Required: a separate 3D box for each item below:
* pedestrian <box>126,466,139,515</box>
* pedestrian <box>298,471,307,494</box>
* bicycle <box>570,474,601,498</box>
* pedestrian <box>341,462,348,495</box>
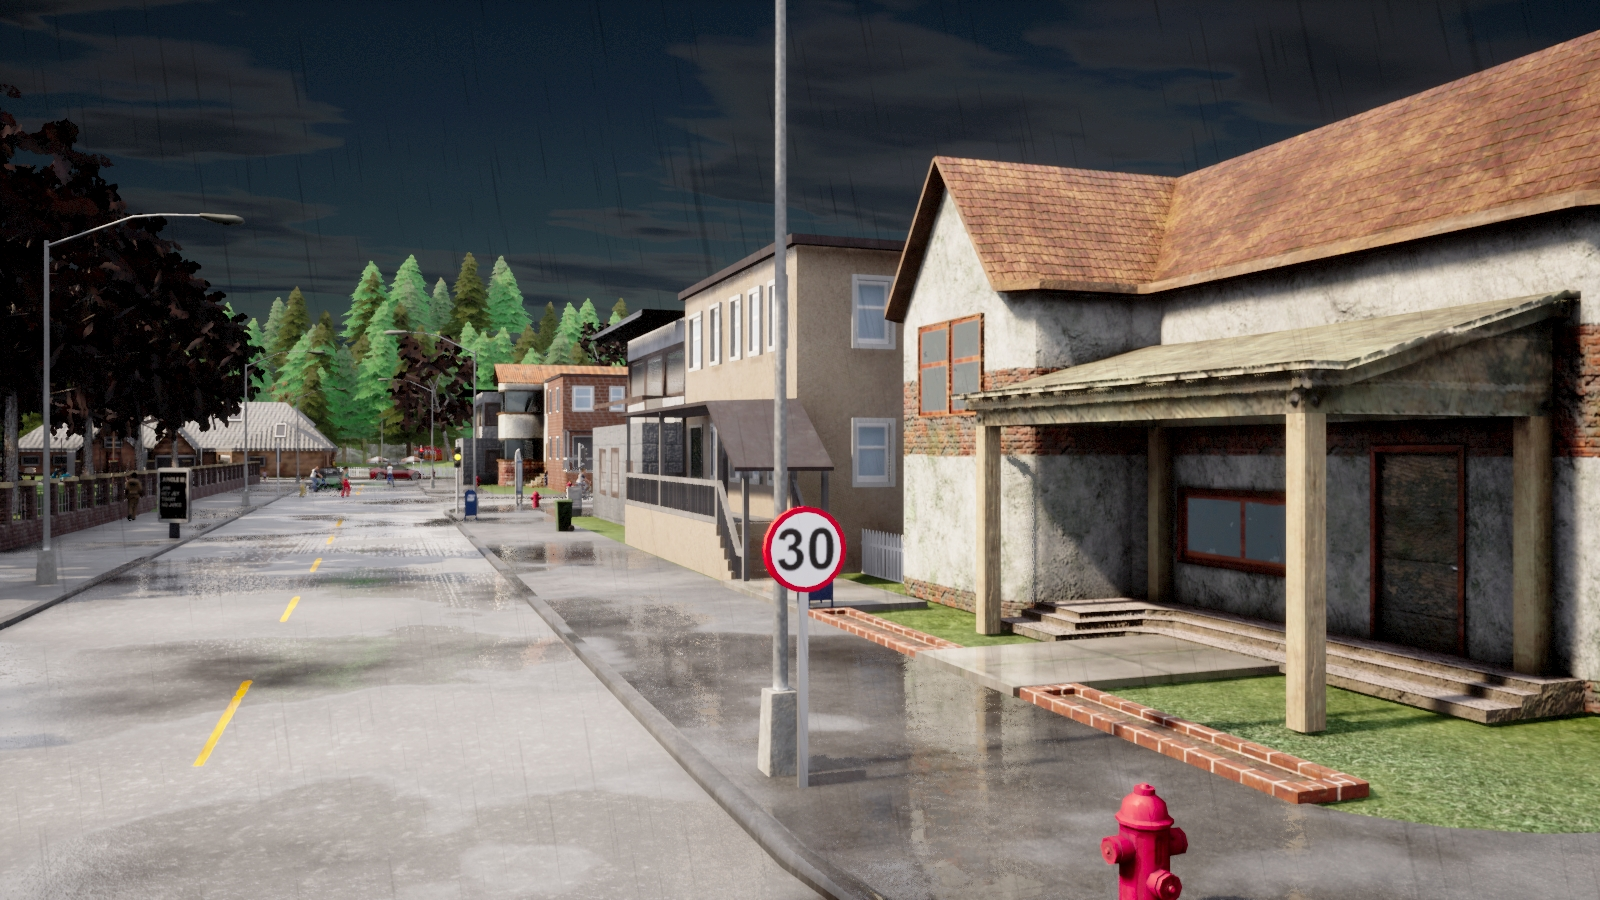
[{"bbox_3d":[-25.224,1.525,43.188,0.375,1.860,0.375,0,0,-20],"label":"pedestrian"},{"bbox_3d":[-29.182,1.908,66.976,0.375,1.300,0.375,0,0,1],"label":"pedestrian"},{"bbox_3d":[-11.529,1.936,61.447,1.643,1.296,0.373,0,-2,-17],"label":"bicycle"},{"bbox_3d":[-26.119,1.628,65.482,0.375,1.860,0.375,0,0,-24],"label":"pedestrian"}]
